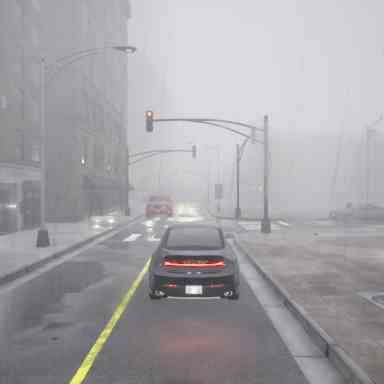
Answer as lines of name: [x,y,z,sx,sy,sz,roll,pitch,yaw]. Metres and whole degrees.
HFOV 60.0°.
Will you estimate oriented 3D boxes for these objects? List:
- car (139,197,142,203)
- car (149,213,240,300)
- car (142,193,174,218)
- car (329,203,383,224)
car: [-8.384,1.294,70.057,5.566,2.045,2.150,0,0,9]
car: [0.060,1.505,8.385,1.837,1.490,4.892,0,0,1]
car: [-2.834,1.228,30.130,2.150,2.045,5.566,0,0,0]
car: [12.067,1.515,23.772,4.181,1.385,1.994,0,0,0]
